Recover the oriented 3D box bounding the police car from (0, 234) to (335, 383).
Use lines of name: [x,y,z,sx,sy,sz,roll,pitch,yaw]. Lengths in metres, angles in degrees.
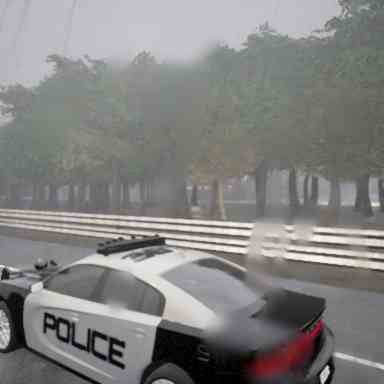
police car: [-0.909,1.431,4.517,5.238,1.638,1.930,0,0,36]
